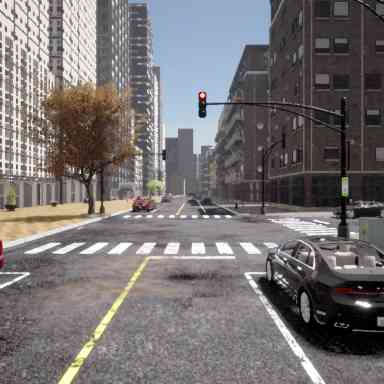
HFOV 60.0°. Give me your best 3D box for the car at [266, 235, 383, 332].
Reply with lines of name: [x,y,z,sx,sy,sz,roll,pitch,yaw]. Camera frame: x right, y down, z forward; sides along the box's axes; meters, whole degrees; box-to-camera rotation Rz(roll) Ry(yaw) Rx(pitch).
car: [2.686,1.551,6.766,2.008,1.369,4.403,0,0,0]

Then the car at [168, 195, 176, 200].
car: [-5.734,1.654,94.379,2.008,1.369,4.403,0,0,0]

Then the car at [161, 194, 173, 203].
car: [-5.724,1.627,72.288,1.947,1.339,4.313,0,0,0]

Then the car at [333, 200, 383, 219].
car: [13.414,1.350,26.177,4.403,1.369,2.008,-1,1,-1]

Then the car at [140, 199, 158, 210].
car: [-5.712,1.592,44.673,1.947,1.339,4.313,0,0,0]

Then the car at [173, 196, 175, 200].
car: [-5.727,1.386,77.810,2.192,1.841,5.009,0,0,0]

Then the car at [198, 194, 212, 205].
car: [2.662,1.610,61.245,1.947,1.339,4.313,0,0,0]

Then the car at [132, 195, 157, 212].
car: [-5.709,1.336,39.150,2.192,1.841,5.009,0,0,0]

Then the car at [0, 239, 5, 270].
car: [-5.694,1.545,6.762,1.887,1.381,4.507,0,0,0]

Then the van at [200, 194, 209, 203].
van: [2.656,1.402,72.292,1.690,1.788,3.998,0,0,0]

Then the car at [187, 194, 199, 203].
car: [-0.032,1.656,68.920,1.895,1.301,4.718,0,0,0]

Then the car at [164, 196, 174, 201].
car: [-5.729,1.632,83.333,2.008,1.369,4.403,0,0,0]
